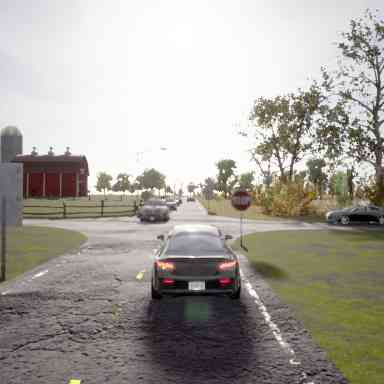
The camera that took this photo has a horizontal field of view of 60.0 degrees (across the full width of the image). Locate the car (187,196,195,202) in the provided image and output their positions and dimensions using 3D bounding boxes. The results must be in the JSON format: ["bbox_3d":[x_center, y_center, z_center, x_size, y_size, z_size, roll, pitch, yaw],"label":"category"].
[{"bbox_3d":[-0.216,1.656,80.436,1.994,1.385,4.181,0,0,0],"label":"car"}]

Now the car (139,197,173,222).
[{"bbox_3d":[-2.920,1.367,26.713,2.097,1.767,4.553,0,0,0],"label":"car"}]

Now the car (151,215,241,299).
[{"bbox_3d":[0.074,1.529,8.305,1.812,1.442,4.674,0,0,0],"label":"car"}]

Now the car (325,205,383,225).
[{"bbox_3d":[12.916,1.742,25.789,4.902,1.511,2.128,1,-1,0],"label":"car"}]

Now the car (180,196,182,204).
[{"bbox_3d":[-2.972,1.601,54.760,2.033,1.411,5.357,0,0,0],"label":"car"}]

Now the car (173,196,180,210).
[{"bbox_3d":[-2.955,1.541,42.736,1.837,1.490,4.892,0,0,0],"label":"car"}]

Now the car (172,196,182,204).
[{"bbox_3d":[-2.951,1.553,66.994,1.882,1.535,5.008,0,0,0],"label":"car"}]
